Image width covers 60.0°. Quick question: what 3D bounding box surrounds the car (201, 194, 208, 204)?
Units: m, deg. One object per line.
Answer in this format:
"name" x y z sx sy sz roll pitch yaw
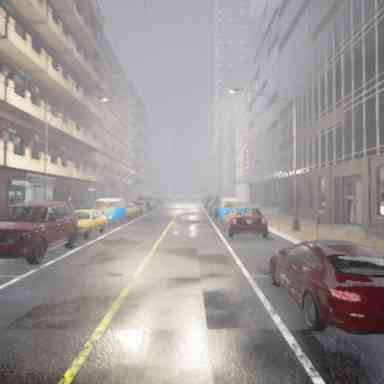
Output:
"car" 2.698 1.305 45.355 2.192 1.841 5.009 1 0 0

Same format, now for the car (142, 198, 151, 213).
"car" -5.652 1.576 34.167 1.802 1.307 4.206 1 0 0

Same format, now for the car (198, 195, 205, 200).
"car" 2.682 1.515 95.285 1.887 1.381 4.507 1 0 0

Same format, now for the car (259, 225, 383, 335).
"car" 2.702 1.582 6.520 1.802 1.307 4.206 1 0 0

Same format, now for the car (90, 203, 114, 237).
"car" -5.690 1.524 17.357 1.752 1.417 4.829 1 0 0

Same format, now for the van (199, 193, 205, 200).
"van" 2.687 1.314 89.738 1.690 1.788 3.998 1 0 0

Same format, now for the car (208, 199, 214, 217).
"car" 2.697 1.561 28.712 1.947 1.339 4.313 1 0 0

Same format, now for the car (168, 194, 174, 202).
"car" -5.655 1.295 72.995 2.192 1.841 5.009 1 0 0

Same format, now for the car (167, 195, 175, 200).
"car" -5.665 1.555 89.635 1.802 1.307 4.206 1 0 0

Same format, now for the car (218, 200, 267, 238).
"car" 2.702 1.438 17.616 1.967 1.590 4.097 1 0 0

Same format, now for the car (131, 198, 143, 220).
"car" -5.649 1.521 28.451 1.752 1.417 4.829 1 0 0

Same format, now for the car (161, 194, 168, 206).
"car" -5.657 1.552 56.355 1.947 1.339 4.313 1 0 0

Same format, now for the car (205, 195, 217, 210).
"car" 2.698 1.434 34.260 1.967 1.590 4.097 1 0 0

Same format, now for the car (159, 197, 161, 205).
"car" -5.653 1.516 45.091 1.752 1.417 4.829 1 0 0

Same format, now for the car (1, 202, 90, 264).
"car" -5.677 1.314 11.981 2.192 1.841 5.009 1 0 0

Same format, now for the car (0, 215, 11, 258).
"car" -5.675 1.440 6.435 1.967 1.590 4.097 1 0 0

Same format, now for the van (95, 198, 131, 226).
"van" -5.652 1.338 23.075 1.690 1.788 3.998 1 0 0

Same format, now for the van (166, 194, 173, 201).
"van" -5.658 1.317 84.088 1.690 1.788 3.998 1 0 0

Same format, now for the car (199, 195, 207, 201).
"car" 2.684 1.557 84.190 1.802 1.307 4.206 1 0 0

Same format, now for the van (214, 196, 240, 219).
"van" 2.703 1.338 23.164 1.690 1.788 3.998 1 0 0

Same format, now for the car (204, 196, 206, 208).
"car" 2.695 1.517 39.978 1.752 1.417 4.829 1 0 0

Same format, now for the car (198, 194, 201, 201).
"car" 2.692 1.425 61.999 1.967 1.590 4.097 1 0 0

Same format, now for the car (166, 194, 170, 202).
"car" -5.658 1.567 61.902 1.802 1.307 4.206 1 0 0

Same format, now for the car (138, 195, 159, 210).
"car" -5.648 1.307 39.714 2.192 1.841 5.009 1 0 0
